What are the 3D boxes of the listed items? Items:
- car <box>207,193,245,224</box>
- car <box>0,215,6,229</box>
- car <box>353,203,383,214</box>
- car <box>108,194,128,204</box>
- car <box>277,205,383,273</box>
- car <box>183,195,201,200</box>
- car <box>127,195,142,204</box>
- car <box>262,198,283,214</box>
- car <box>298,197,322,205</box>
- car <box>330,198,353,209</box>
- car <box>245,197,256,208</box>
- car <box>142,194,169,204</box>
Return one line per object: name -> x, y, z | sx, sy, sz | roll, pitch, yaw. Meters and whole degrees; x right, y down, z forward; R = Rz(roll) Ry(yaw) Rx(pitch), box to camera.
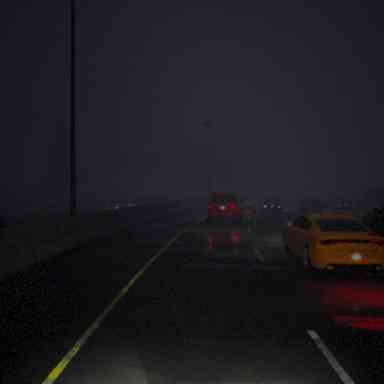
car -> 2.387, 1.055, 23.538 | 2.150, 2.045, 5.566 | 0, 1, 10
car -> -9.749, 1.408, 13.726 | 1.812, 1.442, 4.674 | 0, 0, 6
car -> 7.747, 1.152, 11.234 | 2.150, 2.045, 5.566 | 0, 0, 5
car -> -11.479, 1.096, 53.427 | 1.837, 1.490, 4.892 | 0, 0, 20
car -> 4.198, 1.407, 10.541 | 1.882, 1.535, 5.008 | 0, 0, 5
car -> 0.146, 1.203, 54.571 | 1.895, 1.301, 4.718 | 0, 0, 22
car -> -7.887, 1.201, 53.088 | 1.895, 1.301, 4.718 | 0, 0, 20
car -> 7.786, 1.325, 32.181 | 2.033, 1.411, 5.357 | 0, 0, 14
car -> 11.573, 1.258, 32.725 | 1.882, 1.535, 5.008 | 0, 0, 14
car -> 15.778, 1.318, 34.978 | 2.033, 1.411, 5.357 | 0, 0, 16
car -> 6.835, 1.310, 41.480 | 1.895, 1.301, 4.718 | 0, 0, 17
car -> -5.135, 1.101, 50.394 | 1.882, 1.535, 5.008 | 0, 0, 20
